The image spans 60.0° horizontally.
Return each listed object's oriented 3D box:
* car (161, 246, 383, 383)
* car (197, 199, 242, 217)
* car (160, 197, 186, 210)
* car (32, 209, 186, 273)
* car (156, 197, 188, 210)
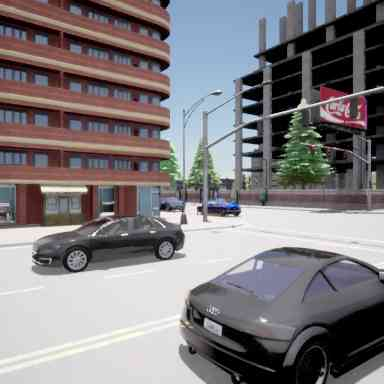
[{"bbox_3d":[1.880,1.564,5.103,4.181,1.385,1.994,0,0,-35],"label":"car"},{"bbox_3d":[2.522,1.601,31.443,1.895,1.301,4.718,0,0,-35],"label":"car"},{"bbox_3d":[-2.633,1.564,38.579,1.994,1.385,4.181,0,0,-37],"label":"car"},{"bbox_3d":[-2.506,1.505,10.805,4.892,1.490,1.837,0,0,-35],"label":"car"},{"bbox_3d":[-2.738,1.478,44.717,1.882,1.535,5.008,0,0,-36],"label":"car"}]
